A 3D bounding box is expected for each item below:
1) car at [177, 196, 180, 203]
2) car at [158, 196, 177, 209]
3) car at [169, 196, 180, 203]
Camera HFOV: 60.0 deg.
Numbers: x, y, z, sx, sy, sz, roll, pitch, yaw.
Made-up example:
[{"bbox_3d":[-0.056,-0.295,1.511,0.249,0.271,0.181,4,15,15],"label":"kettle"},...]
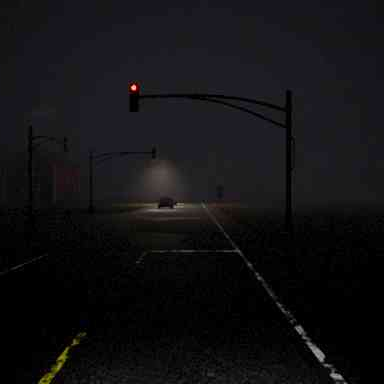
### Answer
[{"bbox_3d":[-3.484,1.477,55.089,1.812,1.442,4.674,0,0,1],"label":"car"},{"bbox_3d":[-3.511,1.443,45.226,1.882,1.535,5.008,0,0,0],"label":"car"},{"bbox_3d":[-3.409,1.532,66.743,1.895,1.301,4.718,0,0,1],"label":"car"}]
